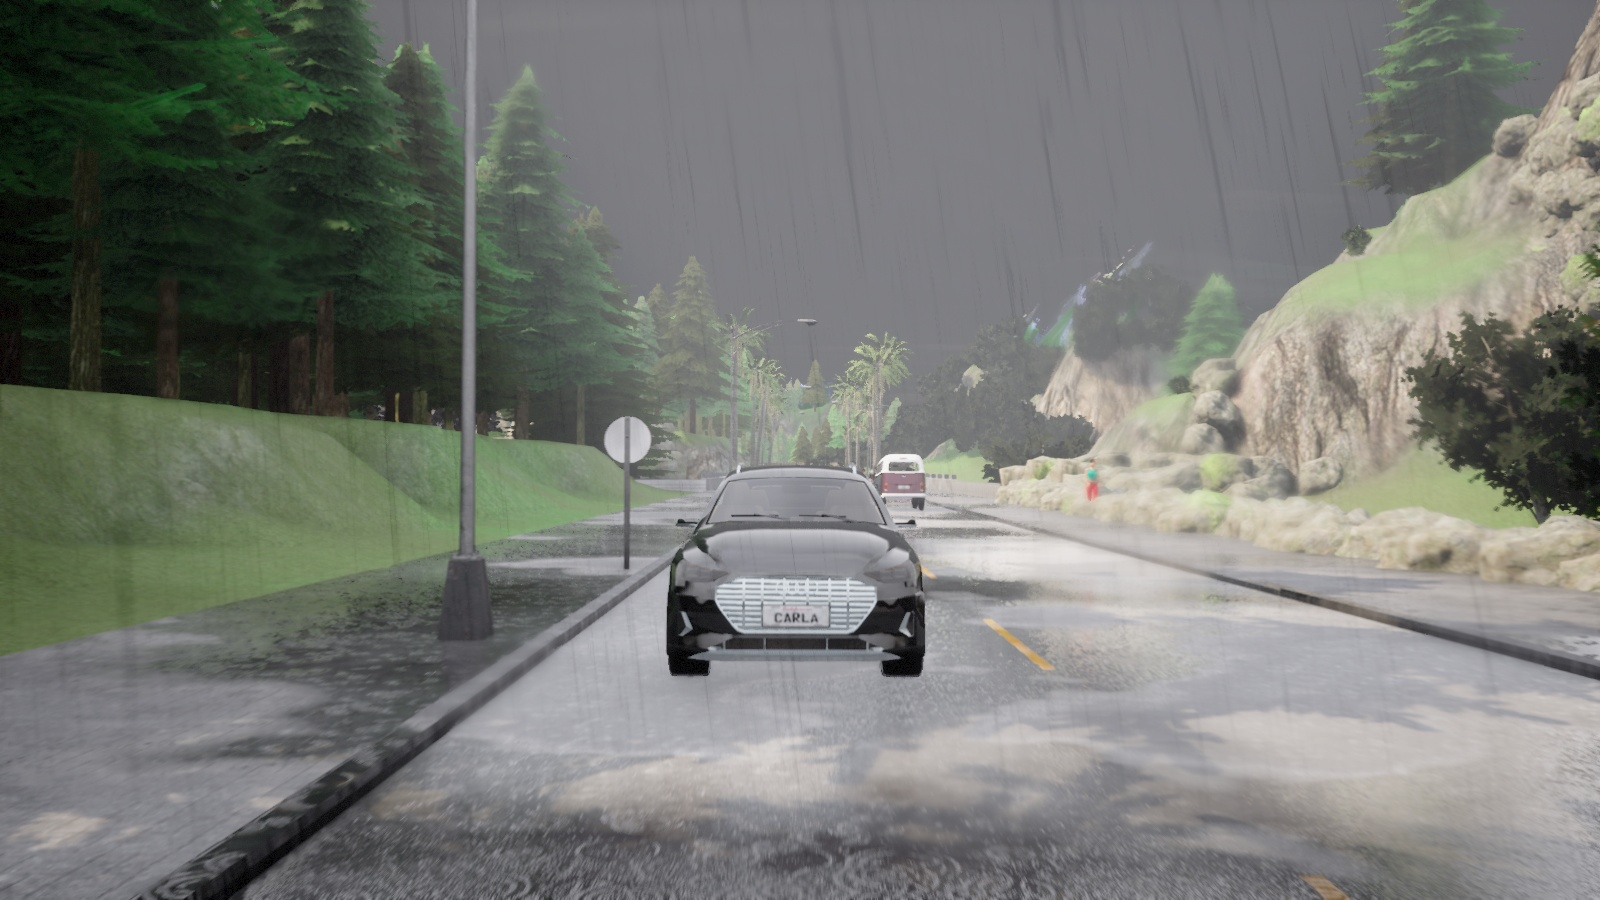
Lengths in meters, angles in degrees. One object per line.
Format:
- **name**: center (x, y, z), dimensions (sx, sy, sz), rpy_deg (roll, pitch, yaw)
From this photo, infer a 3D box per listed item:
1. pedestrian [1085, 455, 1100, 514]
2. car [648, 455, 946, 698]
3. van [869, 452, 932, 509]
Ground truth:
- **pedestrian**: center (9.233, 1.086, 39.631), dimensions (0.345, 1.836, 0.594), rpy_deg (0, -1, 5)
- **car**: center (-0.026, 0.910, 11.028), dimensions (2.033, 1.649, 4.856), rpy_deg (0, -1, 0)
- **van**: center (3.887, 1.245, 49.266), dimensions (2.069, 2.038, 4.480), rpy_deg (0, -4, 0)
